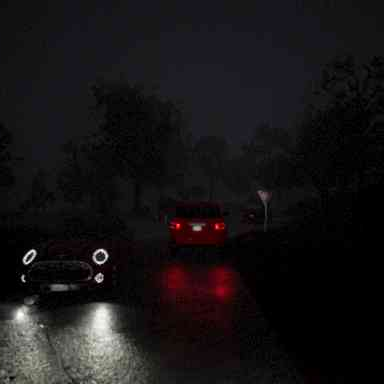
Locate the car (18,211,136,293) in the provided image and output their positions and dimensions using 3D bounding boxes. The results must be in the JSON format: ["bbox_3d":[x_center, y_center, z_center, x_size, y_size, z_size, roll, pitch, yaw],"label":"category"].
[{"bbox_3d":[-2.885,1.468,9.320,2.097,1.767,4.553,0,-1,-1],"label":"car"}]

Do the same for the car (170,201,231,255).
[{"bbox_3d":[0.380,1.400,14.307,2.150,2.045,5.566,0,-1,4],"label":"car"}]

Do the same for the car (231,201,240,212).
[{"bbox_3d":[5.578,2.104,48.426,1.837,1.490,4.892,3,-2,-35],"label":"car"}]

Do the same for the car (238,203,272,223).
[{"bbox_3d":[5.881,1.844,29.648,1.882,1.535,5.008,0,-1,23],"label":"car"}]
